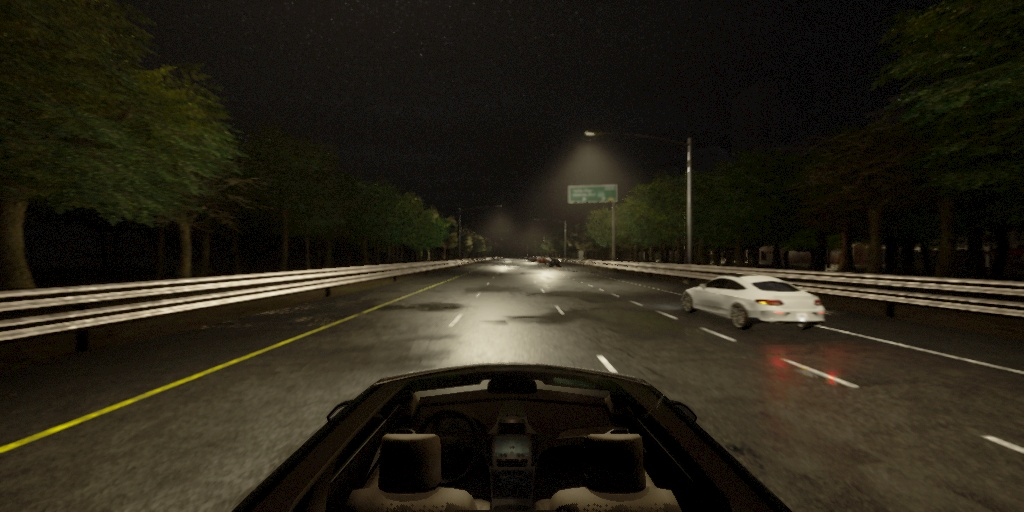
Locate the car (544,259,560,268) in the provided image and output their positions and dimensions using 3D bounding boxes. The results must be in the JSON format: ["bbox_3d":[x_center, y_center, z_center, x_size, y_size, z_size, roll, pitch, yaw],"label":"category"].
[{"bbox_3d":[7.141,1.221,61.961,1.837,1.490,4.892,0,0,0],"label":"car"}]

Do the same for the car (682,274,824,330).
[{"bbox_3d":[7.004,1.280,10.967,1.812,1.442,4.674,0,0,0],"label":"car"}]
